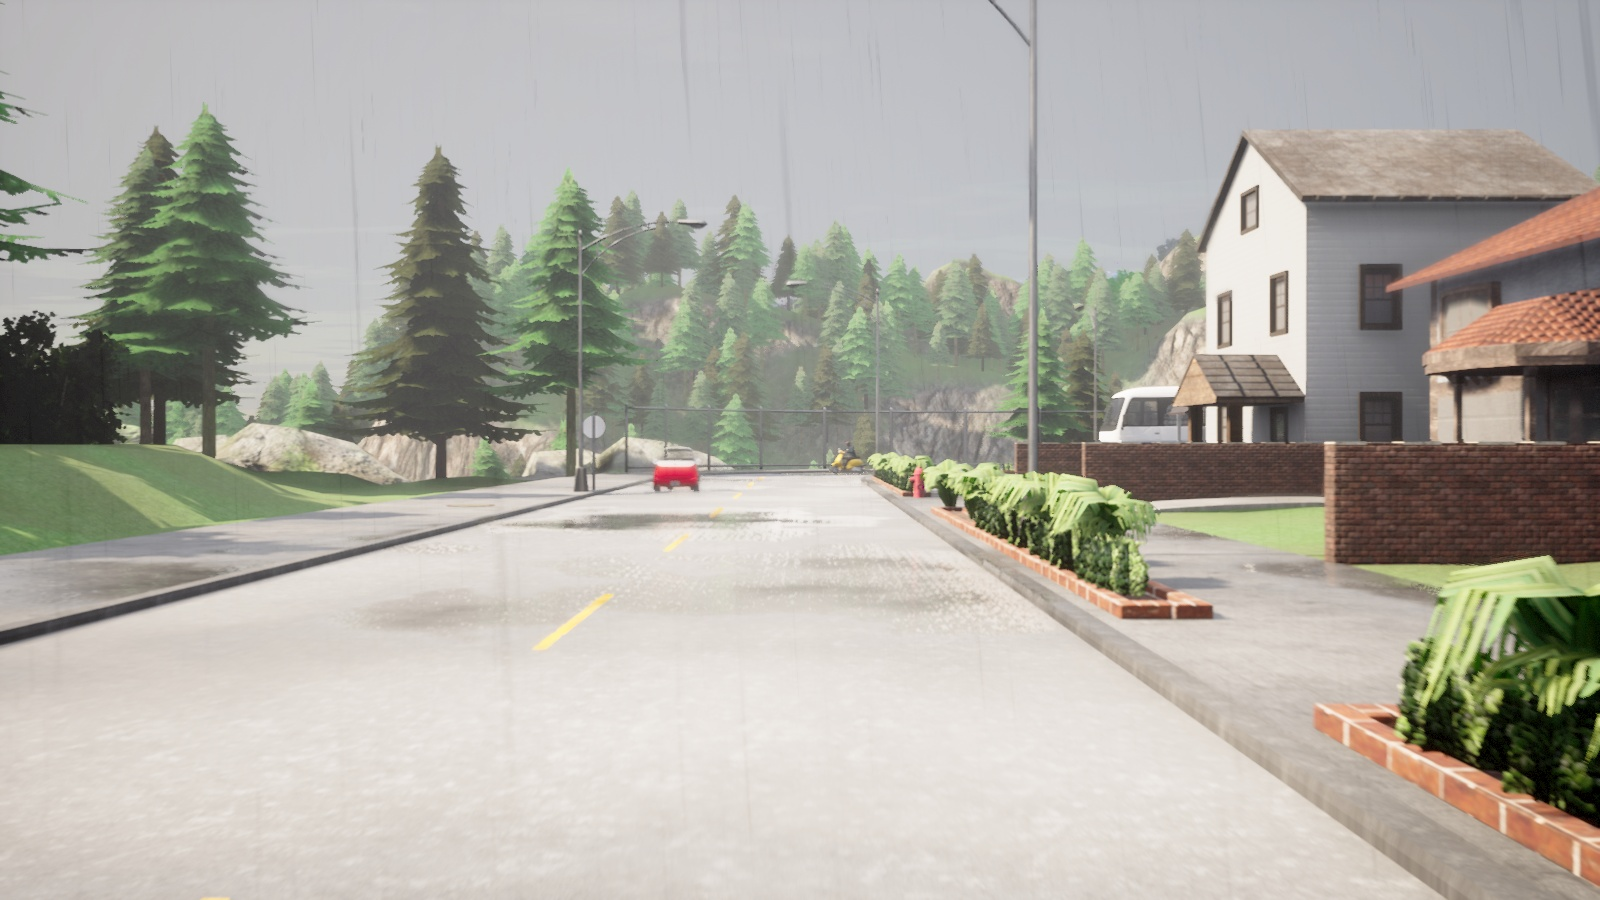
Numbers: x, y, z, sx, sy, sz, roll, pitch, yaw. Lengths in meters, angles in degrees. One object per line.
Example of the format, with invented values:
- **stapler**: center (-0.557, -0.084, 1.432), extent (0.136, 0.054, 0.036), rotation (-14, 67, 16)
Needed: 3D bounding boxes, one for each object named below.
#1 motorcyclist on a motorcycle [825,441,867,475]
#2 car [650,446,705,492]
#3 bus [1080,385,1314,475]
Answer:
- **motorcyclist on a motorcycle**: center (2.226, 0.363, 60.368), extent (1.817, 1.590, 0.866), rotation (0, 2, -26)
- **car**: center (-3.759, 0.580, 38.724), extent (1.481, 1.376, 2.207), rotation (0, 0, 0)
- **bus**: center (19.375, -0.963, 61.878), extent (10.273, 4.253, 3.944), rotation (0, 0, 0)
